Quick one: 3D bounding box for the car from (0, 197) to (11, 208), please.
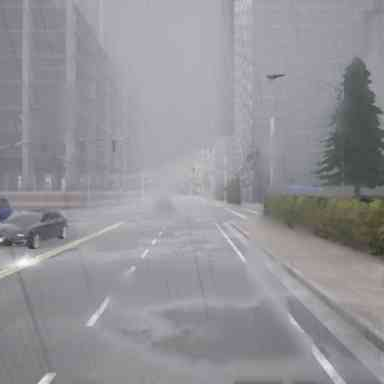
[{"bbox_3d":[-10.502,1.268,15.452,2.150,2.045,5.566,0,0,0],"label":"car"}]

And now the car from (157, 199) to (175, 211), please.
[{"bbox_3d":[-3.390,1.622,43.248,1.837,1.490,4.892,0,-1,0],"label":"car"}]

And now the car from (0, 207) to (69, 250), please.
[{"bbox_3d":[-7.011,1.549,14.629,1.837,1.490,4.892,0,-1,0],"label":"car"}]
